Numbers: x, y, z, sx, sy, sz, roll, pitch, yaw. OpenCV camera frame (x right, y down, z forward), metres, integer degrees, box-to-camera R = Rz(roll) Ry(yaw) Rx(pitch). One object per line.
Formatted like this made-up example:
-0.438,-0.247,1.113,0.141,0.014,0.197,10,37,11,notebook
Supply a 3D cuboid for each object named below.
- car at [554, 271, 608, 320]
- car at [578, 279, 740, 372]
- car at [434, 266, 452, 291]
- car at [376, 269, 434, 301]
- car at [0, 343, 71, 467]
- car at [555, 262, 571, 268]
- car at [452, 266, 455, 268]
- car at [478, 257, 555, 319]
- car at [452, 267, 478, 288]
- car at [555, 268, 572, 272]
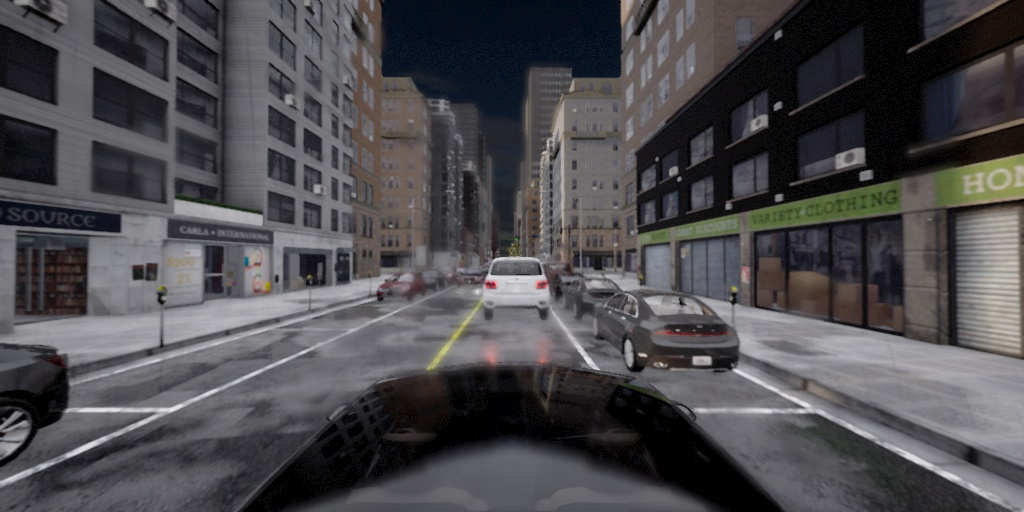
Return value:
2.902,1.437,13.111,2.007,1.370,4.403,0,0,0,car
2.878,1.371,7.588,2.007,1.370,4.403,0,0,0,car
-5.574,1.584,24.189,1.948,1.339,4.313,0,0,0,car
-5.599,1.534,18.665,1.802,1.307,4.207,0,0,0,car
-5.673,1.319,2.091,1.948,1.339,4.313,0,0,0,car
2.952,1.334,24.158,2.192,1.841,5.009,0,0,0,car
-5.549,1.524,29.714,1.967,1.591,4.097,0,0,0,car
0.147,1.107,13.521,2.150,2.045,5.566,0,-1,0,car
-2.952,1.616,26.976,1.994,1.385,4.181,0,-1,1,car
2.927,1.519,18.634,1.948,1.339,4.313,0,0,0,car
